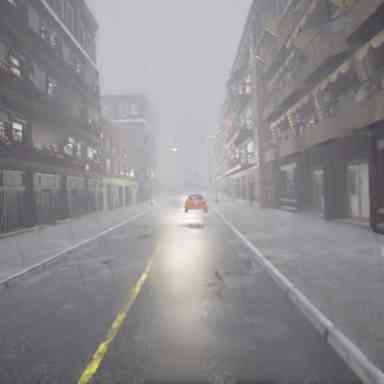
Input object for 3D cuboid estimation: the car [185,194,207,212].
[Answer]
[{"bbox_3d":[0.365,0.998,33.106,2.097,1.767,4.553,-2,1,0],"label":"car"}]
